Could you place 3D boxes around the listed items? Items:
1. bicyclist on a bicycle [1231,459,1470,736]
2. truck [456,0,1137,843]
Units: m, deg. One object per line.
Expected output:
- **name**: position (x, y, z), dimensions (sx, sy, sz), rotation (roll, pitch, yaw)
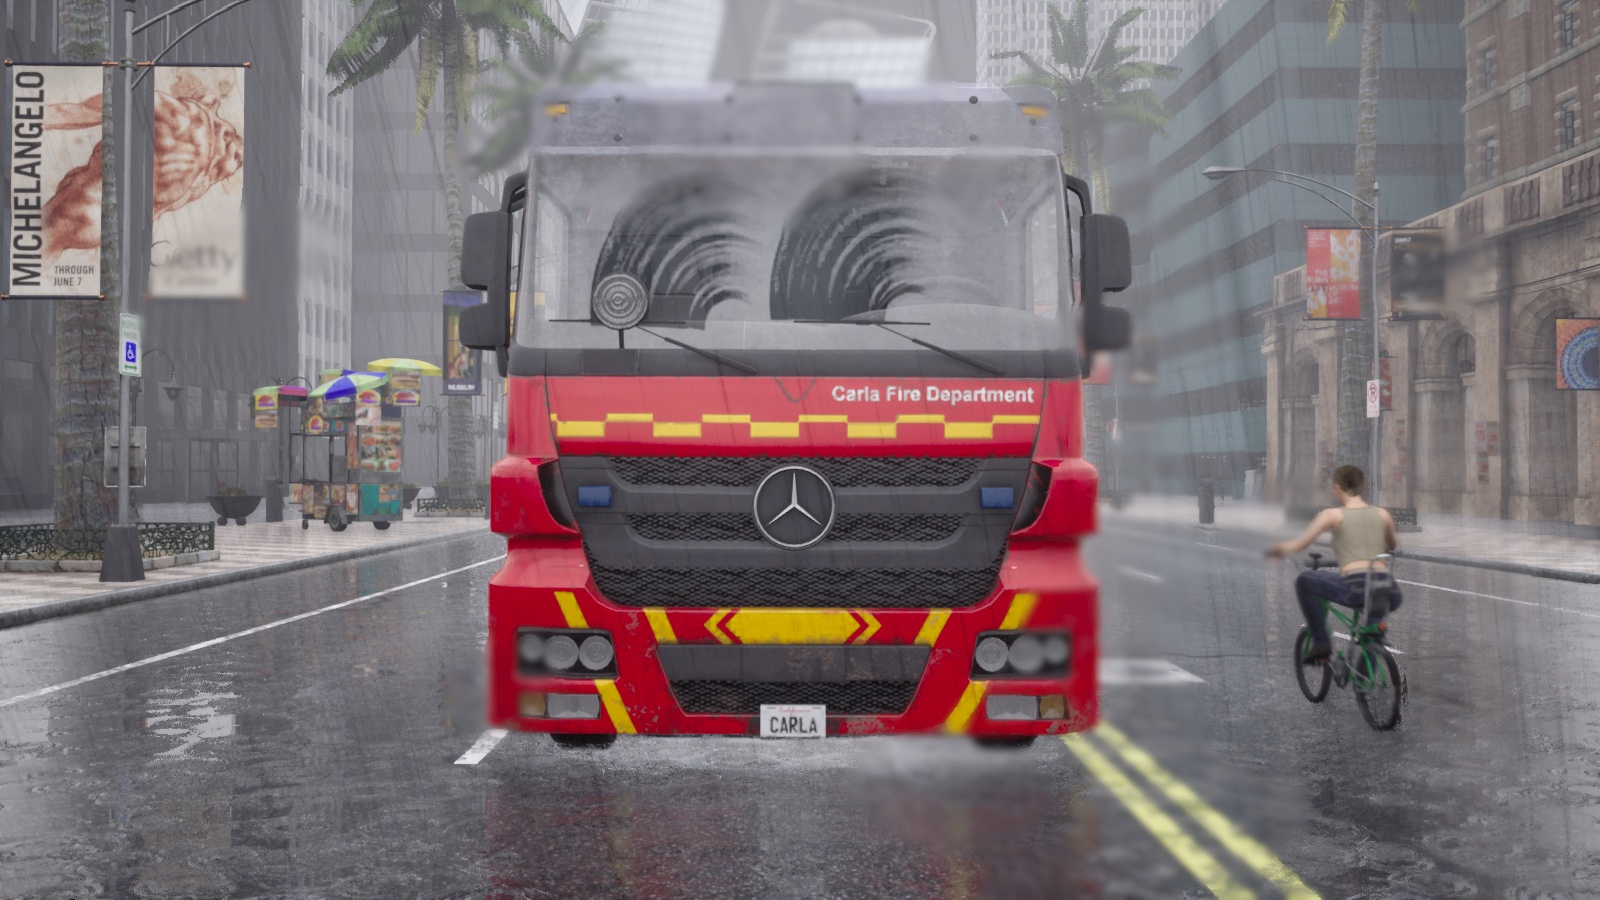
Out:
- **bicyclist on a bicycle**: position (3.478, 0.873, 8.104), dimensions (0.866, 1.612, 1.509), rotation (0, -1, 0)
- **truck**: position (-0.025, -0.191, 9.596), dimensions (2.891, 3.827, 8.468), rotation (0, -1, 0)
